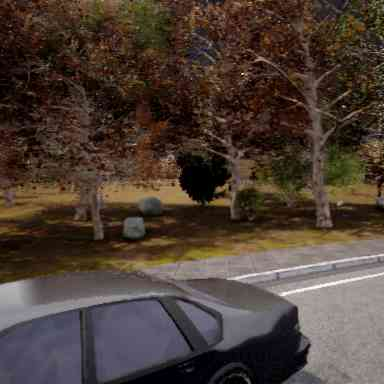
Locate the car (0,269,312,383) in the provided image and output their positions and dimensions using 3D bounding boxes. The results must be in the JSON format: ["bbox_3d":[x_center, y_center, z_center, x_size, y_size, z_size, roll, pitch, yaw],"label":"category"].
[{"bbox_3d":[-1.256,1.523,2.914,5.357,1.411,2.033,0,1,-34],"label":"car"}]
